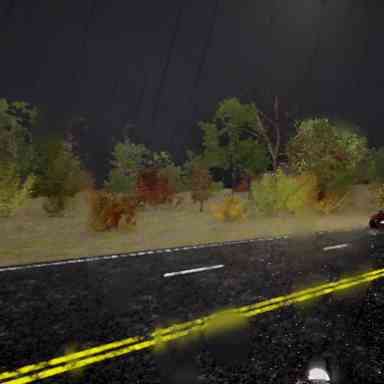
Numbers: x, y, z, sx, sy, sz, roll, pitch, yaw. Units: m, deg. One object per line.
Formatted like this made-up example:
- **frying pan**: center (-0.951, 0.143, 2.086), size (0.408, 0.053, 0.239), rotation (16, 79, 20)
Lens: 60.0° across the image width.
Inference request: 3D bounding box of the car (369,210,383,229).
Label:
- **car**: center (12.906, 1.614, 20.783), size (4.181, 1.385, 1.994), rotation (0, 0, -35)
